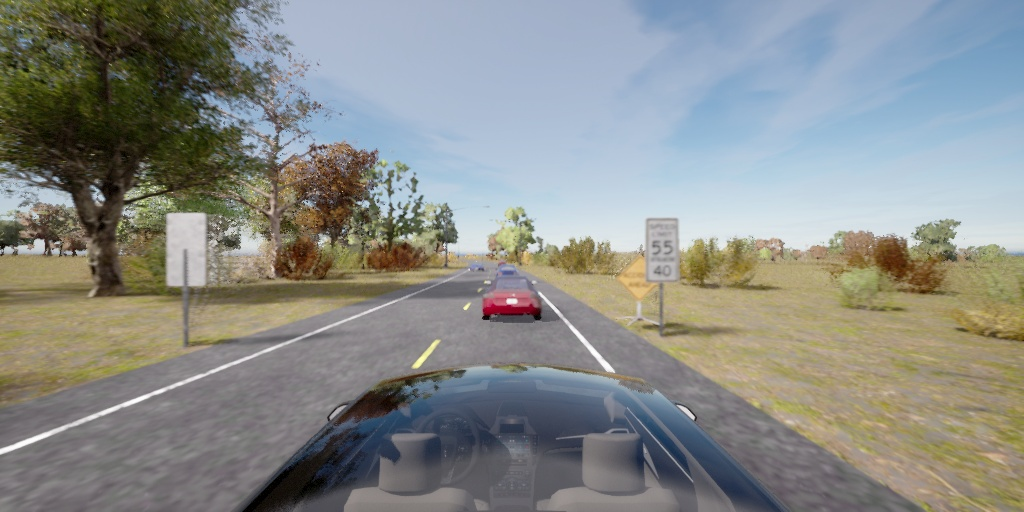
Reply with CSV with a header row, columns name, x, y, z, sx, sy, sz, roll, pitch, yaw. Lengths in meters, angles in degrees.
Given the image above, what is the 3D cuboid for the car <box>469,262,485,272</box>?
name,x,y,z,sx,sy,sz,roll,pitch,yaw
car,-4.938,1.514,51.223,1.812,1.442,4.674,0,0,-3

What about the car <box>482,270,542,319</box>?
name,x,y,z,sx,sy,sz,roll,pitch,yaw
car,-0.012,1.375,13.079,1.994,1.385,4.181,0,0,0

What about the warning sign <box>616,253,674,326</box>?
name,x,y,z,sx,sy,sz,roll,pitch,yaw
warning sign,3.515,0.907,9.919,1.300,1.860,1.060,0,0,-1

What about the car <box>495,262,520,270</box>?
name,x,y,z,sx,sy,sz,roll,pitch,yaw
car,-0.342,1.414,28.656,1.812,1.442,4.674,0,0,-2
